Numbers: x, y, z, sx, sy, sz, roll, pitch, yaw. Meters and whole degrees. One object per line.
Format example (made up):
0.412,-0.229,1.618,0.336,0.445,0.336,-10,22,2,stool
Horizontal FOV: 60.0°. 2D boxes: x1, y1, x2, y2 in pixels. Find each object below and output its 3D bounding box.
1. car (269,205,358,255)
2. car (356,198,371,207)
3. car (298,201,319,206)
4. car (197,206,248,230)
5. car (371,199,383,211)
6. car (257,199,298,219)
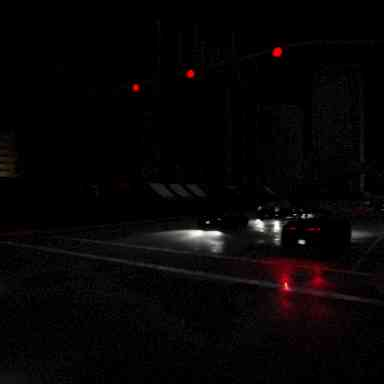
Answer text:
5.166,1.515,13.544,2.128,1.511,4.902,-1,0,34,car
26.789,1.655,51.592,1.895,1.301,4.718,0,0,34,car
13.042,1.677,37.840,1.895,1.301,4.718,0,0,34,car
2.048,1.636,21.607,1.994,1.385,4.181,0,0,34,car
23.718,1.577,40.793,2.033,1.411,5.357,0,0,34,car
7.473,1.426,29.626,2.097,1.767,4.553,0,0,34,car
